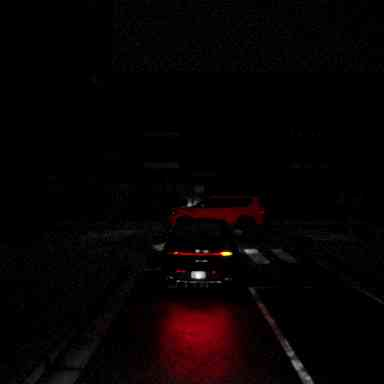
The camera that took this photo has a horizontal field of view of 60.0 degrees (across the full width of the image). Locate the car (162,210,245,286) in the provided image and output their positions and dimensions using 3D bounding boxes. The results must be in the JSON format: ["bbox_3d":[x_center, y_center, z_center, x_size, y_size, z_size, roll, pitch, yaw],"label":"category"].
[{"bbox_3d":[0.354,1.504,9.458,1.837,1.490,4.892,0,0,5],"label":"car"}]

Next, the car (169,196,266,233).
[{"bbox_3d":[1.376,1.223,19.023,5.566,2.045,2.150,0,0,0],"label":"car"}]
